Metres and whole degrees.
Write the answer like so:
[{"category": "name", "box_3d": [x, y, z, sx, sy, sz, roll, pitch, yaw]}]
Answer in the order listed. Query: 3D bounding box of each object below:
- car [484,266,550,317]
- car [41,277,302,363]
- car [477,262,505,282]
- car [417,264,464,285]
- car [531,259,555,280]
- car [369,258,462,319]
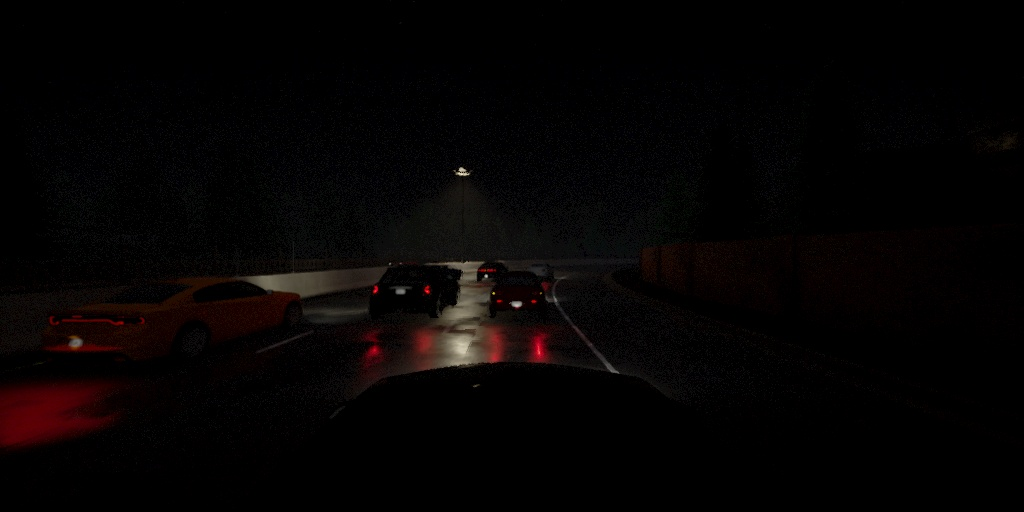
[{"category": "car", "box_3d": [0.231, 1.258, 12.953, 1.812, 1.442, 4.674, 0, 0, 2]}, {"category": "car", "box_3d": [-6.901, 1.218, 8.174, 1.882, 1.535, 5.008, 0, 0, 1]}, {"category": "car", "box_3d": [-1.419, 1.213, 28.643, 1.837, 1.490, 4.892, 0, 0, 11]}, {"category": "car", "box_3d": [-5.289, 1.311, 27.136, 1.895, 1.301, 4.718, 0, 0, 10]}, {"category": "car", "box_3d": [2.340, 1.231, 29.495, 1.812, 1.442, 4.674, 0, 0, 12]}, {"category": "car", "box_3d": [-3.268, 1.085, 12.874, 2.097, 1.767, 4.553, 0, 0, 2]}]
